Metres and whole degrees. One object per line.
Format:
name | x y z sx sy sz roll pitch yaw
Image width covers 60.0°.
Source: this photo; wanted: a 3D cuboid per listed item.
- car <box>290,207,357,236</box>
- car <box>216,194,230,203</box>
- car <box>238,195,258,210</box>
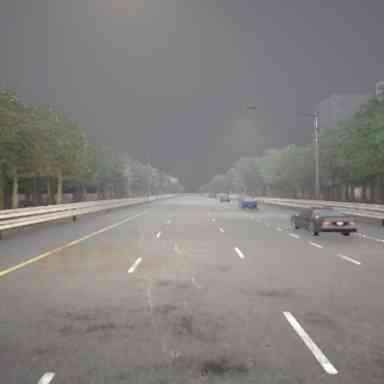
car | 7.002 1.548 18.260 2.033 1.411 5.357 0 0 0
car | 7.058 1.390 71.906 2.097 1.767 4.553 0 0 0
car | 7.007 1.498 42.181 1.882 1.535 5.008 0 0 0
